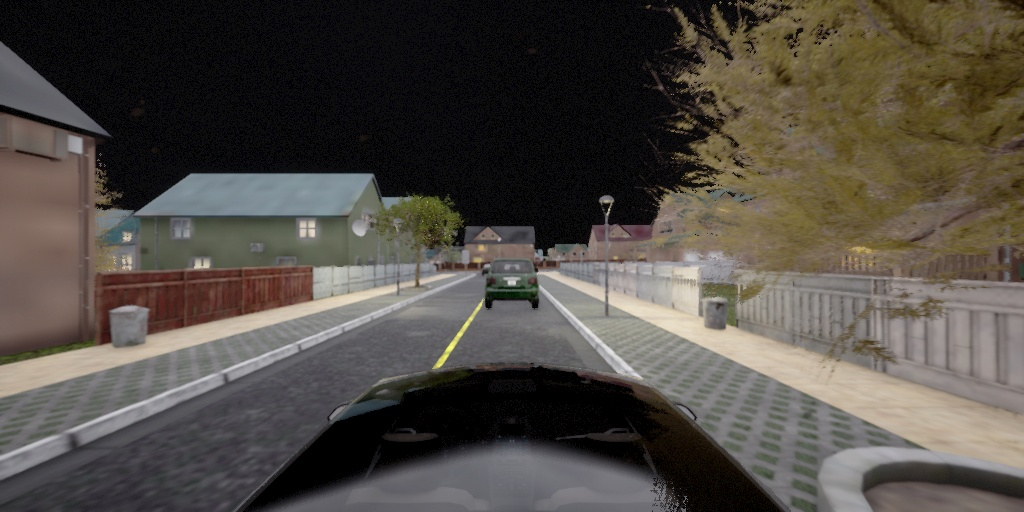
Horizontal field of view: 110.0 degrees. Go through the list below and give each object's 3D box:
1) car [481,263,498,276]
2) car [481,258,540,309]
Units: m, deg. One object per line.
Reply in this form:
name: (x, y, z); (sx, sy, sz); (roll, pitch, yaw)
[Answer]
car: (-2.752, 1.714, 45.187); (1.882, 1.535, 5.008); (0, -1, 0)
car: (0.001, 1.106, 15.856); (2.150, 2.045, 5.566); (0, 0, 0)
